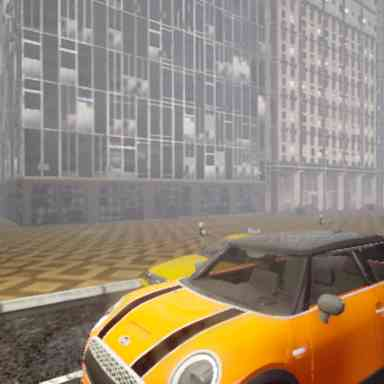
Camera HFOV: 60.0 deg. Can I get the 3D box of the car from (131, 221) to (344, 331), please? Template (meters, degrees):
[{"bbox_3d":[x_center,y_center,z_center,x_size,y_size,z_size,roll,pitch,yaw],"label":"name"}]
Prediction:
[{"bbox_3d":[1.241,1.528,7.453,4.829,1.417,1.752,0,0,-36],"label":"car"}]

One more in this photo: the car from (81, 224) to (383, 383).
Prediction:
[{"bbox_3d":[1.062,1.354,4.132,4.553,1.767,2.097,0,0,-36],"label":"car"}]
